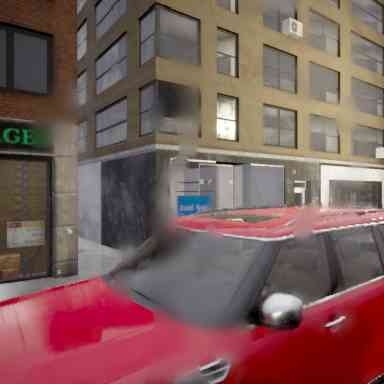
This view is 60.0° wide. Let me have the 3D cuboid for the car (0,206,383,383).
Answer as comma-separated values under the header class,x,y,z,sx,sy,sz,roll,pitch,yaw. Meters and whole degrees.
class,x,y,z,sx,sy,sz,roll,pitch,yaw
car,0.601,1.221,3.508,5.566,2.045,2.150,0,0,-36
